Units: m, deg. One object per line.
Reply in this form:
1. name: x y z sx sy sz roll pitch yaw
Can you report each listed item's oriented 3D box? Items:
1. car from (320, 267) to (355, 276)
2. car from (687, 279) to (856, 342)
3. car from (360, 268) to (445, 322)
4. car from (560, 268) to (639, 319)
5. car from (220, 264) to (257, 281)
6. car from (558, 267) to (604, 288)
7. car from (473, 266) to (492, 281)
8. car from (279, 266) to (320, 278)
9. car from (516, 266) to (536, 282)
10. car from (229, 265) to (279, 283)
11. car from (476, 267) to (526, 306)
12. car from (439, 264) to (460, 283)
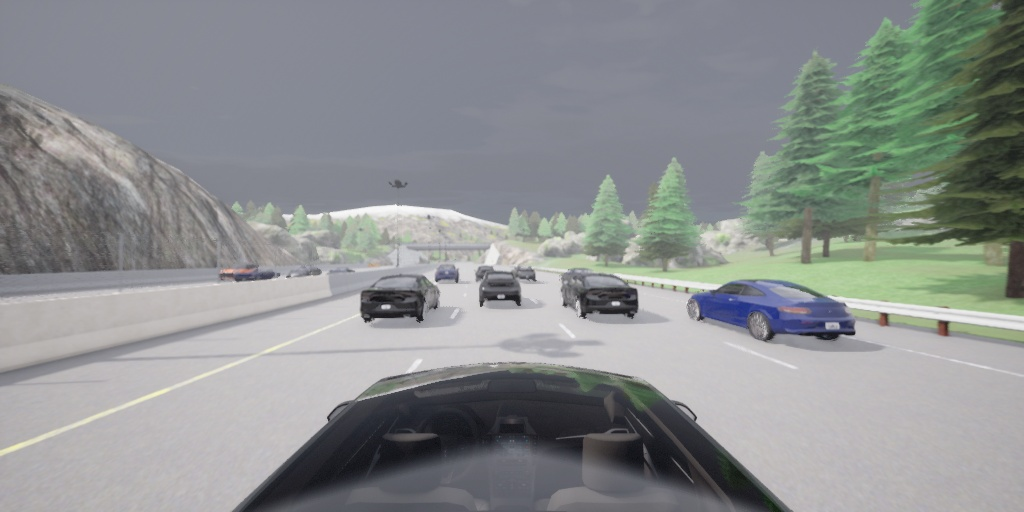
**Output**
1. car: -17.098 1.787 35.927 1.994 1.385 4.181 0 -1 -8
2. car: 6.818 1.372 10.034 1.812 1.442 4.674 0 -1 -2
3. car: -3.842 1.381 13.023 1.882 1.535 5.008 0 -1 -3
4. car: 3.125 1.378 13.724 1.882 1.535 5.008 0 -1 -3
5. car: -27.821 1.604 36.859 2.097 1.767 4.553 0 -1 -8
6. car: 5.273 1.635 28.378 2.033 1.411 5.357 0 -1 -7
7. car: -2.524 1.678 33.962 1.837 1.490 4.892 0 -1 -7
8. car: -20.613 1.719 35.804 2.128 1.511 4.902 0 -1 -8
9. car: 1.023 1.657 33.814 2.128 1.511 4.902 0 -1 -7
10. car: -23.869 1.807 33.759 1.895 1.301 4.718 0 -1 -8
11. car: -0.635 1.456 17.142 1.837 1.490 4.892 0 -1 -4
12. car: -6.019 1.527 33.661 2.097 1.767 4.553 0 -1 -7
